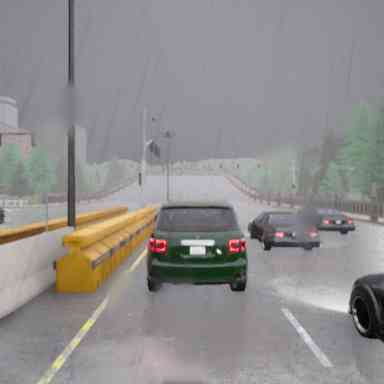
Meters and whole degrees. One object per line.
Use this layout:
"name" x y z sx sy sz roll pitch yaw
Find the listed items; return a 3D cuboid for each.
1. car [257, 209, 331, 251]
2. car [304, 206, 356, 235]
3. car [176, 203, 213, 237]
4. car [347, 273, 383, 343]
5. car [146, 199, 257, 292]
"car" 3.615 1.521 13.989 2.033 1.411 5.357 0 0 0
"car" 7.116 1.513 18.654 2.033 1.411 5.357 0 0 0
"car" 0.119 1.470 18.880 1.837 1.490 4.892 0 0 0
"car" 3.606 1.557 3.912 1.994 1.385 4.181 0 0 0
"car" 0.110 1.205 9.029 2.150 2.045 5.566 0 0 0
